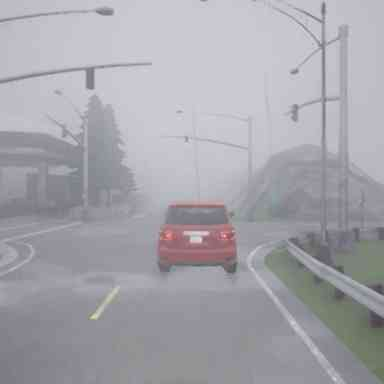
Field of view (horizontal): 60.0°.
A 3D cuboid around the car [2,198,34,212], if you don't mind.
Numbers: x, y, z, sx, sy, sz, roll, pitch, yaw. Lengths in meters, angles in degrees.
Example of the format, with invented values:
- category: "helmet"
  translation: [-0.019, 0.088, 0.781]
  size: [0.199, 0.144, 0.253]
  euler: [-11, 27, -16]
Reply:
- category: "car"
  translation: [-20.245, 1.548, 39.190]
  size: [2.242, 1.667, 4.611]
  euler: [0, 0, -1]

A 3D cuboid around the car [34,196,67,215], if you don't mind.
- category: "car"
  translation: [-14.537, 1.373, 34.914]
  size: [1.905, 1.878, 3.866]
  euler: [0, 0, -1]

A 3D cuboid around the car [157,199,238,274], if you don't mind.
- category: "car"
  translation: [0.235, 1.229, 10.830]
  size: [2.150, 2.045, 5.566]
  euler: [0, 1, 3]
